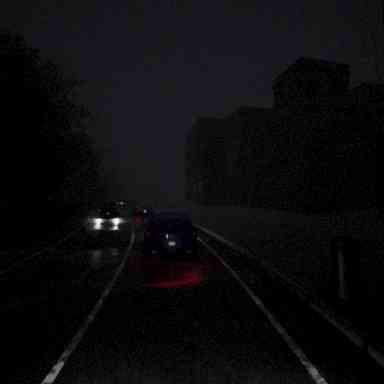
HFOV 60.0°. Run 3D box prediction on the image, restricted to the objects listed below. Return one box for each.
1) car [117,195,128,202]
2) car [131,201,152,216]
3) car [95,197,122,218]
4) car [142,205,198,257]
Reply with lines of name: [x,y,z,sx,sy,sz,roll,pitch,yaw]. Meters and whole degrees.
car: [-14.924,1.420,70.332,2.033,1.411,5.357,0,0,1]
car: [-5.053,1.607,33.864,1.812,1.442,4.674,1,0,-15]
car: [-7.580,1.523,30.079,1.837,1.490,4.892,1,0,-14]
car: [-0.920,1.533,13.342,1.882,1.535,5.008,0,0,-6]
